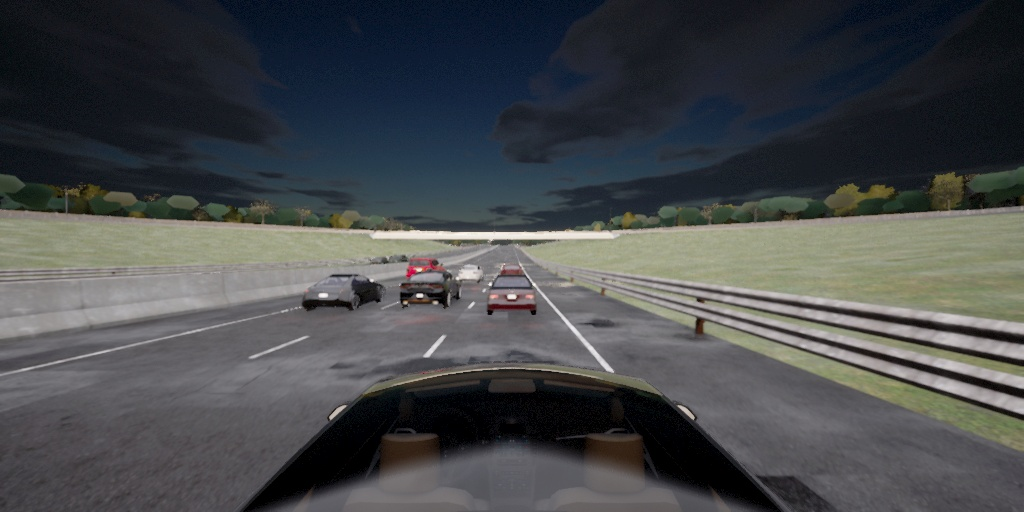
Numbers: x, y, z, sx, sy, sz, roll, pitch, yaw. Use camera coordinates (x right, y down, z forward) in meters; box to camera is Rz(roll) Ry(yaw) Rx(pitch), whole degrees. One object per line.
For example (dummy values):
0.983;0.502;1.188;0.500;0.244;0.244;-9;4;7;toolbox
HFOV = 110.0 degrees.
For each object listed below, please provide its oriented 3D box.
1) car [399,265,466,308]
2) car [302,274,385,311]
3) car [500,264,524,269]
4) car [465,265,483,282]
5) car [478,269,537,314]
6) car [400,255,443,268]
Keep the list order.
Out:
-3.484;1.371;16.082;1.882;1.535;5.008;0;0;0;car
-6.991;1.450;15.324;1.994;1.385;4.181;0;0;0;car
0.007;1.445;31.083;1.882;1.535;5.008;0;0;0;car
-3.496;1.493;30.727;1.812;1.442;4.674;0;0;0;car
0.001;1.424;14.359;2.033;1.411;5.357;0;-1;0;car
-7.007;1.192;29.392;2.150;2.045;5.566;0;0;0;car
